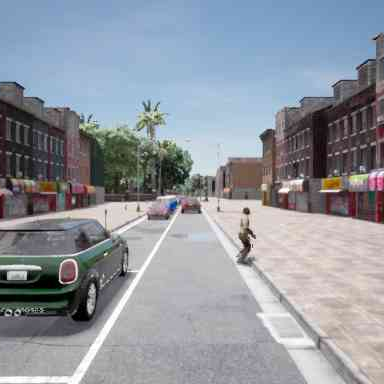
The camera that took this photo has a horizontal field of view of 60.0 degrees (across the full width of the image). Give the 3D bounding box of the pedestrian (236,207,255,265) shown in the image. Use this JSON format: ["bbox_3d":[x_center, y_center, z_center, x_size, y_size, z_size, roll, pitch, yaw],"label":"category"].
[{"bbox_3d":[1.626,1.294,10.245,0.375,1.860,0.375,0,0,0],"label":"pedestrian"}]

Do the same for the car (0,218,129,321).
[{"bbox_3d":[-2.786,1.351,7.417,2.097,1.767,4.553,0,0,0],"label":"car"}]

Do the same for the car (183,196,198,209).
[{"bbox_3d":[-0.207,1.402,47.157,2.097,1.767,4.553,0,0,0],"label":"car"}]

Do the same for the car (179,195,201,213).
[{"bbox_3d":[-0.099,1.385,37.380,2.097,1.767,4.553,0,0,0],"label":"car"}]

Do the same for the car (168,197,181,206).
[{"bbox_3d":[-2.925,1.616,55.737,2.008,1.369,4.403,0,0,0],"label":"car"}]

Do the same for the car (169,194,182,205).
[{"bbox_3d":[-2.953,1.394,61.201,2.192,1.841,5.009,0,0,0],"label":"car"}]

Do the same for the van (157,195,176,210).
[{"bbox_3d":[-2.811,1.367,33.881,1.690,1.788,3.998,0,0,0],"label":"van"}]

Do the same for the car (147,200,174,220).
[{"bbox_3d":[-2.783,1.599,28.416,1.802,1.307,4.206,0,0,0],"label":"car"}]

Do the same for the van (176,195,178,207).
[{"bbox_3d":[-2.840,1.377,39.345,1.690,1.788,3.998,0,0,0],"label":"van"}]
